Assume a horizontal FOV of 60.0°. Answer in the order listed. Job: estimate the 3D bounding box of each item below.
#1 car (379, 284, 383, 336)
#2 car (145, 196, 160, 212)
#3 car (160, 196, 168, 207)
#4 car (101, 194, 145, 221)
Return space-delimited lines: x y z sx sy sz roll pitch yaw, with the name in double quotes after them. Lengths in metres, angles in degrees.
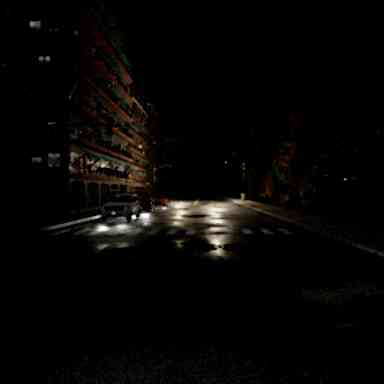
3.516 1.444 2.708 1.882 1.535 5.008 0 0 2 "car"
-5.191 1.389 36.852 2.128 1.511 4.902 0 0 2 "car"
-4.702 1.331 49.481 1.882 1.535 5.008 0 0 3 "car"
-5.562 1.157 26.732 2.150 2.045 5.566 0 0 2 "car"
